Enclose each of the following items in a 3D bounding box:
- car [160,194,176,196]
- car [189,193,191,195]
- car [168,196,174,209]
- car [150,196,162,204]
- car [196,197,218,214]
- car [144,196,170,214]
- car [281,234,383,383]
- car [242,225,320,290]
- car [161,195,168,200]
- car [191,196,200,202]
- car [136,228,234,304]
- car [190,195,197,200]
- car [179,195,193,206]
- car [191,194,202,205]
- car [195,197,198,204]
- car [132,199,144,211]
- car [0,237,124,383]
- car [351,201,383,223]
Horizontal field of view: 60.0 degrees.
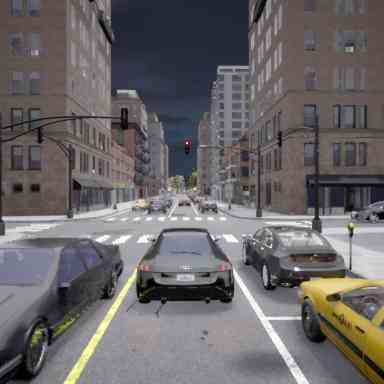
[{"bbox_3d":[-4.195,1.543,56.258,2.033,1.411,5.357,0,0,-2],"label":"car"},{"bbox_3d":[0.948,1.307,69.816,2.192,1.841,5.009,0,0,-1],"label":"car"},{"bbox_3d":[-3.941,1.562,45.893,1.994,1.385,4.181,0,0,-2],"label":"car"},{"bbox_3d":[-6.934,1.545,63.935,2.008,1.369,4.403,0,0,-1],"label":"car"},{"bbox_3d":[1.788,1.550,35.736,2.008,1.369,4.403,0,0,-1],"label":"car"},{"bbox_3d":[-3.696,1.504,35.990,1.837,1.490,4.892,0,0,-1],"label":"car"},{"bbox_3d":[2.586,1.525,3.634,1.752,1.417,4.829,0,0,-1],"label":"car"},{"bbox_3d":[2.452,1.551,8.868,2.008,1.369,4.403,0,0,-1],"label":"car"},{"bbox_3d":[-7.634,1.568,92.333,1.802,1.307,4.206,0,0,-1],"label":"car"},{"bbox_3d":[0.808,1.556,75.496,1.947,1.339,4.313,0,0,-1],"label":"car"},{"bbox_3d":[-0.169,1.564,8.199,1.994,1.385,4.181,0,0,-1],"label":"car"},{"bbox_3d":[0.385,1.511,92.706,1.752,1.417,4.829,0,0,-1],"label":"car"},{"bbox_3d":[-1.193,1.597,54.040,1.895,1.301,4.718,0,0,-1],"label":"car"},{"bbox_3d":[1.228,1.435,58.456,1.967,1.590,4.097,0,0,-1],"label":"car"},{"bbox_3d":[1.648,1.581,41.416,1.802,1.307,4.206,0,0,-1],"label":"car"},{"bbox_3d":[-6.370,1.524,41.047,1.752,1.417,4.829,0,0,-1],"label":"car"},{"bbox_3d":[-2.660,1.547,5.762,2.033,1.411,5.357,0,0,4],"label":"car"},{"bbox_3d":[13.935,1.402,23.806,4.902,1.511,2.128,0,0,-3],"label":"car"}]
